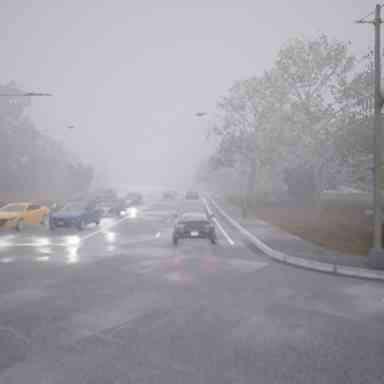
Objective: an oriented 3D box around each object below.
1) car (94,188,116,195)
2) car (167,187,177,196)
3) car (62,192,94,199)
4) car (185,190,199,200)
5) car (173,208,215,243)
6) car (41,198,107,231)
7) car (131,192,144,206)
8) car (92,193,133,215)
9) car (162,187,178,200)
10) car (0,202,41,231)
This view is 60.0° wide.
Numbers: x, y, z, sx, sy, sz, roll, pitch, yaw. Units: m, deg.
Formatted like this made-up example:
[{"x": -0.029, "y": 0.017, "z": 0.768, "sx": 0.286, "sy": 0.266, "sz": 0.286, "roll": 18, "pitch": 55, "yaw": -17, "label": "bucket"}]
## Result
[{"x": -10.522, "y": 0.559, "z": 39.978, "sx": 2.150, "sy": 2.045, "sz": 5.566, "roll": 0, "pitch": 3, "yaw": 0, "label": "car"}, {"x": -3.602, "y": -0.146, "z": 60.284, "sx": 1.812, "sy": 1.442, "sz": 4.674, "roll": 0, "pitch": 3, "yaw": -3, "label": "car"}, {"x": -10.584, "y": 1.093, "z": 29.332, "sx": 2.097, "sy": 1.767, "sz": 4.553, "roll": 0, "pitch": 2, "yaw": 0, "label": "car"}, {"x": -0.001, "y": 0.371, "z": 50.680, "sx": 1.994, "sy": 1.385, "sz": 4.181, "roll": 0, "pitch": 3, "yaw": 0, "label": "car"}, {"x": 0.101, "y": 1.507, "z": 15.887, "sx": 1.812, "sy": 1.442, "sz": 4.674, "roll": 0, "pitch": 0, "yaw": 0, "label": "car"}, {"x": -7.087, "y": 1.407, "z": 20.607, "sx": 1.882, "sy": 1.535, "sz": 5.008, "roll": 0, "pitch": 1, "yaw": 1, "label": "car"}, {"x": -7.022, "y": 0.823, "z": 40.127, "sx": 2.128, "sy": 1.511, "sz": 4.902, "roll": 0, "pitch": 3, "yaw": 1, "label": "car"}, {"x": -7.085, "y": 1.211, "z": 30.077, "sx": 2.128, "sy": 1.511, "sz": 4.902, "roll": 0, "pitch": 2, "yaw": 0, "label": "car"}, {"x": -3.500, "y": 0.423, "z": 50.388, "sx": 1.895, "sy": 1.301, "sz": 4.718, "roll": 0, "pitch": 3, "yaw": 0, "label": "car"}, {"x": -10.598, "y": 1.409, "z": 20.477, "sx": 1.882, "sy": 1.535, "sz": 5.008, "roll": 0, "pitch": 1, "yaw": 0, "label": "car"}]
